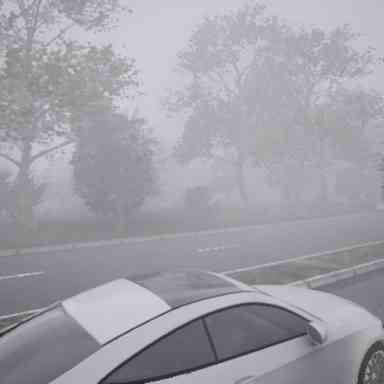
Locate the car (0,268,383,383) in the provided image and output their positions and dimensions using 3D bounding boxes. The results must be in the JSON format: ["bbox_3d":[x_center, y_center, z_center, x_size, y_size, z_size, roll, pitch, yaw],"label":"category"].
[{"bbox_3d":[0.087,1.512,3.194,4.674,1.442,1.812,-1,0,-36],"label":"car"}]
